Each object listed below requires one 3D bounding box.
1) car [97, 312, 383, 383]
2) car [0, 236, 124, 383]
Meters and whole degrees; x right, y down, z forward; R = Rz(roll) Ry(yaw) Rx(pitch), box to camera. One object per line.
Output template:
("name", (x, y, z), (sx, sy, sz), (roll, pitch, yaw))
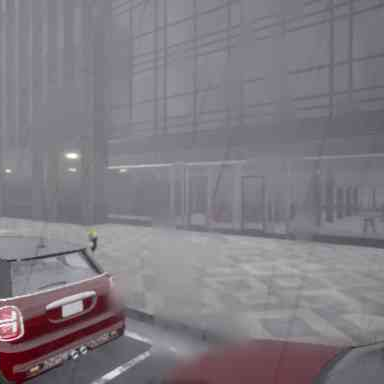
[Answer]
("car", (1.603, 1.572, 1.814), (4.206, 1.307, 1.802), (0, 1, 35))
("car", (-2.997, 1.393, 5.068), (4.097, 1.590, 1.967), (0, 1, 35))
